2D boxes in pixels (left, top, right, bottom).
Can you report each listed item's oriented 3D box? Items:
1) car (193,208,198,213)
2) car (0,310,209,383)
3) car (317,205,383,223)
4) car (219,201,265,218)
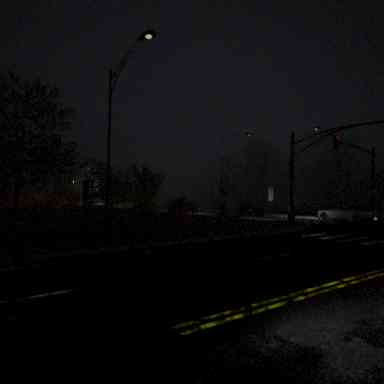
[{"bbox_3d":[-1.177,1.708,39.208,1.994,1.385,4.181,2,-2,-37],"label":"car"},{"bbox_3d":[-2.059,1.492,1.970,4.902,1.511,2.128,0,0,-35],"label":"car"},{"bbox_3d":[12.077,1.679,25.721,1.895,1.301,4.718,2,-2,-27],"label":"car"},{"bbox_3d":[4.618,1.565,31.252,1.882,1.535,5.008,2,-2,-36],"label":"car"}]
